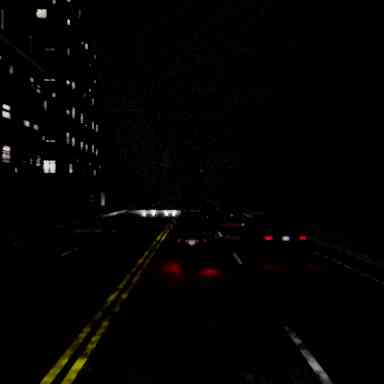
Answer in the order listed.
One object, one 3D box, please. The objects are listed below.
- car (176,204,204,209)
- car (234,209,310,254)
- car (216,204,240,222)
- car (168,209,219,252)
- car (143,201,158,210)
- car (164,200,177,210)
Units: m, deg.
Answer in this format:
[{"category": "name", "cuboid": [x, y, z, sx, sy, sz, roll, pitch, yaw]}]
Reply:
[{"category": "car", "cuboid": [-0.010, 1.773, 29.305, 2.128, 1.511, 4.902, 0, 0, 0]}, {"category": "car", "cuboid": [3.245, 1.680, 13.994, 2.033, 1.411, 5.357, 0, -1, 0]}, {"category": "car", "cuboid": [3.242, 1.760, 29.486, 1.882, 1.535, 5.008, 0, 0, 0]}, {"category": "car", "cuboid": [-0.002, 1.663, 14.389, 1.812, 1.442, 4.674, 0, 0, 0]}, {"category": "car", "cuboid": [-6.528, 2.114, 52.628, 1.895, 1.301, 4.718, 0, -1, 0]}, {"category": "car", "cuboid": [-3.280, 2.005, 52.452, 2.128, 1.511, 4.902, 0, -1, 0]}]
